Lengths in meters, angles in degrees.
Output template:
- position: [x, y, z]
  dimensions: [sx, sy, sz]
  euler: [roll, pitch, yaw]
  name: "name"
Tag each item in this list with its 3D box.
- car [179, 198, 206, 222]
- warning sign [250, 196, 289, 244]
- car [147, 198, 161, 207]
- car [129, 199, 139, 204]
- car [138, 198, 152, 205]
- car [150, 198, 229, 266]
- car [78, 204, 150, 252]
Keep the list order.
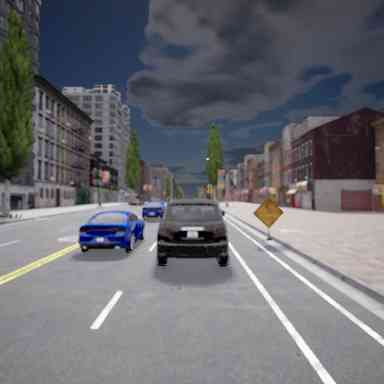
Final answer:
- position: [0.056, 1.443, 27.926]
  dimensions: [2.097, 1.767, 4.553]
  euler: [0, 0, 0]
  name: "car"
- position: [3.198, 1.149, 13.907]
  dimensions: [1.300, 1.860, 1.060]
  euler: [-2, -2, 0]
  name: "warning sign"
- position: [-6.525, 1.804, 58.223]
  dimensions: [1.837, 1.490, 4.892]
  euler: [0, 0, 1]
  name: "car"
- position: [-9.776, 1.864, 58.271]
  dimensions: [1.994, 1.385, 4.181]
  euler: [0, 0, 1]
  name: "car"
- position: [-3.184, 1.576, 29.120]
  dimensions: [1.882, 1.535, 5.008]
  euler: [0, 0, 1]
  name: "car"
- position: [0.039, 1.249, 11.789]
  dimensions: [2.150, 2.045, 5.566]
  euler: [0, 0, 1]
  name: "car"
- position: [-3.190, 1.511, 14.096]
  dimensions: [1.882, 1.535, 5.008]
  euler: [0, 0, 1]
  name: "car"
